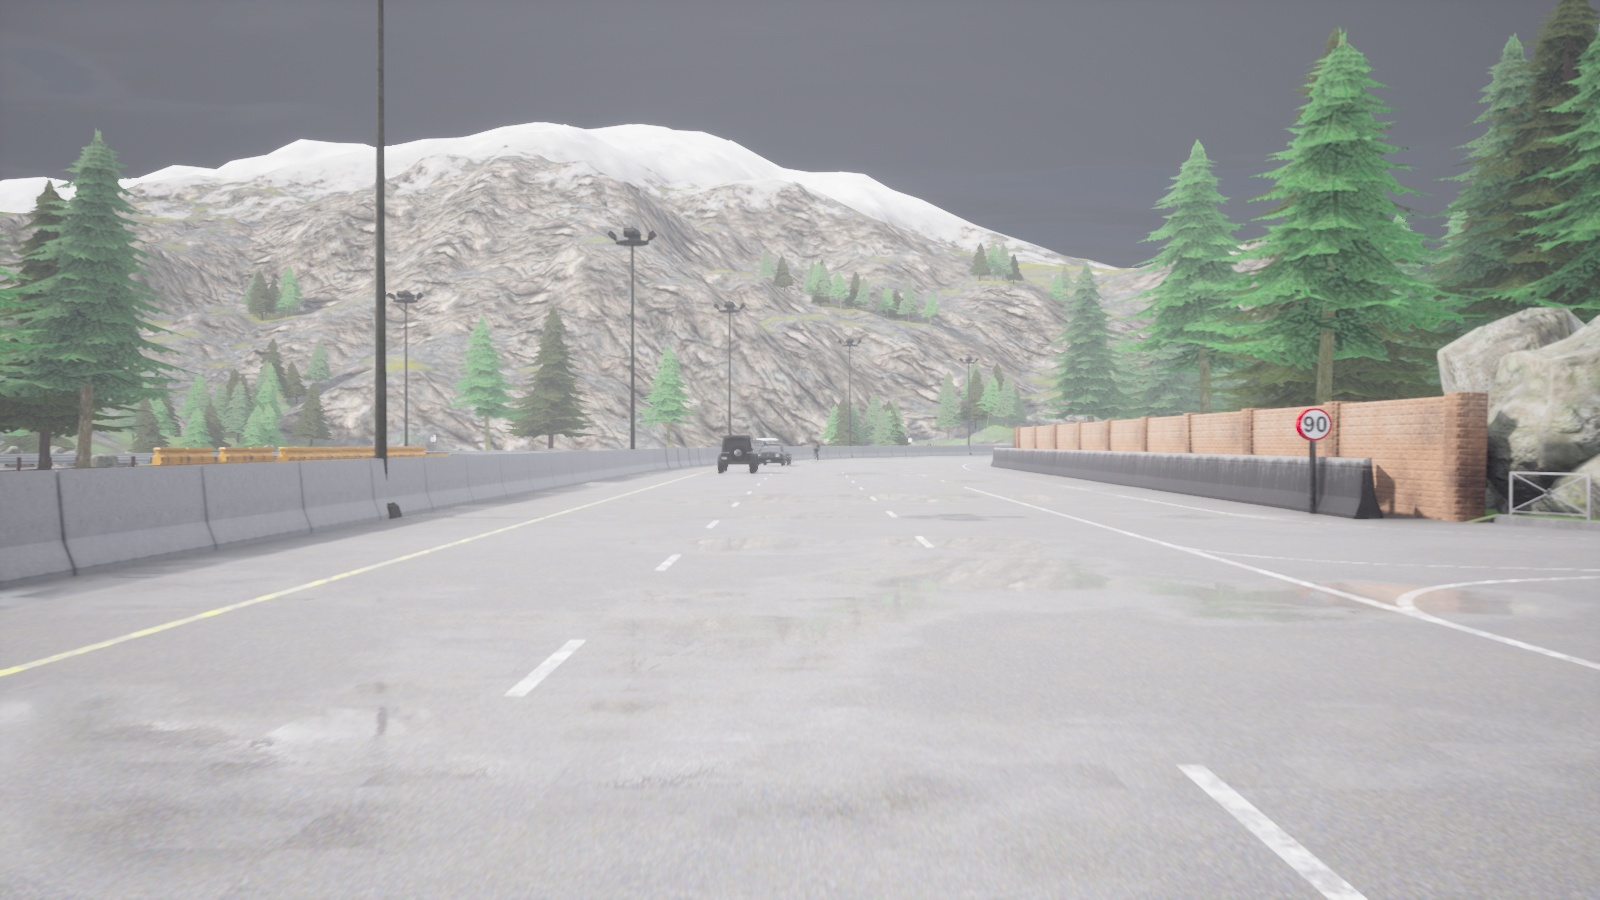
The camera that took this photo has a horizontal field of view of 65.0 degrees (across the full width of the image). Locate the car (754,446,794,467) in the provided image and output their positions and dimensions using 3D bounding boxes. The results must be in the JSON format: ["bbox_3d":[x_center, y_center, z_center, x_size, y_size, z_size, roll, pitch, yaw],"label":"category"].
[{"bbox_3d":[-1.668,0.383,82.000,1.895,1.301,4.718,0,0,8],"label":"car"}]

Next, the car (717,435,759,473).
[{"bbox_3d":[-3.100,0.181,63.399,1.905,1.878,3.866,0,0,1],"label":"car"}]
